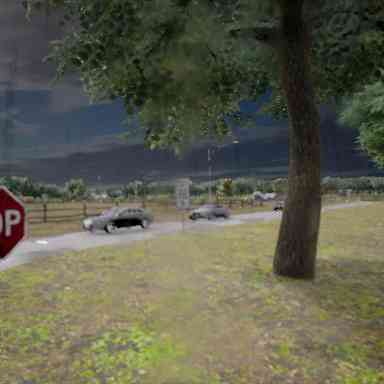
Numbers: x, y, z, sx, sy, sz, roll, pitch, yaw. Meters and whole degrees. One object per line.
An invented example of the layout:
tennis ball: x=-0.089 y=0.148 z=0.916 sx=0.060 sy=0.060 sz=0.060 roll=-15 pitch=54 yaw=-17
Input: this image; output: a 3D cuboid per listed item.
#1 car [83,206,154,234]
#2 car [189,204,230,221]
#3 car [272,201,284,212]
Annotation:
car: x=-4.480 y=1.674 z=20.775 sx=2.128 sy=1.511 sz=4.902 roll=-3 pitch=-2 yaw=36
car: x=1.554 y=1.778 z=29.002 sx=1.994 sy=1.385 sz=4.181 roll=-3 pitch=-2 yaw=37
car: x=12.370 y=1.817 z=43.698 sx=2.033 sy=1.411 sz=5.357 roll=-3 pitch=-2 yaw=37
